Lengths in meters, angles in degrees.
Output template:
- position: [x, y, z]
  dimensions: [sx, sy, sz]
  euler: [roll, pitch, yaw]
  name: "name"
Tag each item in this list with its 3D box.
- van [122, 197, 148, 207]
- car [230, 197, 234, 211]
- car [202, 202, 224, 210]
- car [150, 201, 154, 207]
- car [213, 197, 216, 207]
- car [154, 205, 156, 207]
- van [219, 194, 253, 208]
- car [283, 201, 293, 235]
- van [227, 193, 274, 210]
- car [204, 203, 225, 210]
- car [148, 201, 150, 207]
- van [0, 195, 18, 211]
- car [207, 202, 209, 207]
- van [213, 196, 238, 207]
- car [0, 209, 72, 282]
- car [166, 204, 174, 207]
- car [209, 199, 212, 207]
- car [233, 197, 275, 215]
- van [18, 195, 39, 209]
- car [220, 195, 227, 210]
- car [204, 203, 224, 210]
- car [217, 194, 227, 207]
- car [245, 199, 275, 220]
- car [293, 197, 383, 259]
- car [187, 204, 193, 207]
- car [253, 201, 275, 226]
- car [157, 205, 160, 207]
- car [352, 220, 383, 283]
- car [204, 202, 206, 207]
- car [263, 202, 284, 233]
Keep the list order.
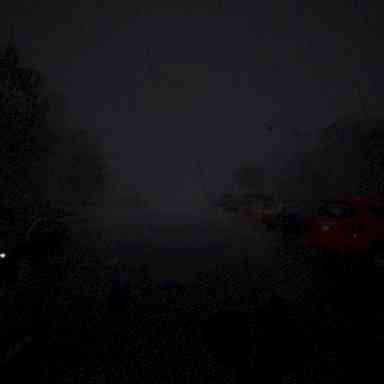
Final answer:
- position: [-11.494, 2.022, 65.553]
  dimensions: [4.442, 1.987, 1.878]
  euler: [1, -4, -21]
  name: "van"
- position: [6.442, 1.458, 31.263]
  dimensions: [4.792, 1.488, 2.163]
  euler: [1, 0, -20]
  name: "car"
- position: [5.843, 3.978, 92.750]
  dimensions: [5.566, 2.045, 2.435]
  euler: [3, -5, -21]
  name: "car"
- position: [-11.656, 2.395, 71.504]
  dimensions: [5.566, 2.045, 2.435]
  euler: [1, -4, -21]
  name: "car"
- position: [6.341, 1.601, 51.768]
  dimensions: [4.892, 1.521, 2.231]
  euler: [2, -2, -20]
  name: "car"
- position: [-11.768, 3.168, 80.440]
  dimensions: [4.553, 1.767, 2.185]
  euler: [1, -4, -21]
  name: "car"
- position: [6.463, 1.303, 48.891]
  dimensions: [4.442, 1.987, 1.878]
  euler: [1, -2, -20]
  name: "van"
- position: [6.451, 1.319, 13.655]
  dimensions: [4.553, 1.767, 2.185]
  euler: [1, 0, -20]
  name: "car"
- position: [6.305, 1.199, 34.139]
  dimensions: [4.442, 1.987, 1.878]
  euler: [1, 0, -20]
  name: "van"
- position: [5.910, 3.751, 86.865]
  dimensions: [4.892, 1.521, 2.231]
  euler: [2, -5, -21]
  name: "car"
- position: [-11.669, 2.314, 68.481]
  dimensions: [4.553, 1.767, 2.185]
  euler: [1, -4, -21]
  name: "car"
- position: [-11.508, 1.218, 16.652]
  dimensions: [4.442, 1.987, 1.878]
  euler: [-1, 0, -20]
  name: "van"
- position: [6.172, 2.502, 69.302]
  dimensions: [4.674, 1.452, 2.002]
  euler: [2, -4, -21]
  name: "car"
- position: [6.346, 1.875, 63.517]
  dimensions: [4.442, 1.987, 1.878]
  euler: [2, -4, -21]
  name: "van"
- position: [-5.093, 1.460, 9.712]
  dimensions: [2.128, 1.511, 4.902]
  euler: [0, 0, 0]
  name: "car"
- position: [-5.459, 3.677, 84.239]
  dimensions: [1.895, 1.301, 4.718]
  euler: [0, -4, -1]
  name: "car"
- position: [6.270, 1.942, 60.537]
  dimensions: [5.008, 1.535, 2.097]
  euler: [2, -3, -21]
  name: "car"
- position: [6.592, 1.429, 28.379]
  dimensions: [5.366, 1.575, 1.946]
  euler: [1, 0, -20]
  name: "car"
- position: [-11.291, 1.211, 19.685]
  dimensions: [4.442, 1.987, 1.878]
  euler: [-1, 0, -20]
  name: "van"
- position: [6.231, 1.419, 37.055]
  dimensions: [5.366, 1.575, 1.946]
  euler: [1, 0, -20]
  name: "car"
- position: [5.860, 3.984, 89.793]
  dimensions: [4.892, 1.521, 2.231]
  euler: [3, -5, -21]
  name: "car"
- position: [6.373, 1.173, 40.046]
  dimensions: [5.566, 2.045, 2.435]
  euler: [1, 0, -20]
  name: "car"
- position: [6.591, 1.432, 22.518]
  dimensions: [5.366, 1.575, 1.946]
  euler: [1, 0, -20]
  name: "car"
- position: [6.445, 1.200, 10.732]
  dimensions: [5.566, 2.045, 2.435]
  euler: [1, 0, -20]
  name: "car"
- position: [-0.606, 4.236, 92.826]
  dimensions: [1.882, 1.535, 5.008]
  euler: [0, -5, -1]
  name: "car"
- position: [6.384, 1.466, 19.513]
  dimensions: [4.792, 1.488, 2.163]
  euler: [1, 0, -20]
  name: "car"
- position: [-11.720, 3.757, 86.462]
  dimensions: [5.366, 1.575, 1.946]
  euler: [1, -5, -21]
  name: "car"
- position: [6.418, 1.499, 7.784]
  dimensions: [4.674, 1.452, 2.002]
  euler: [1, 0, -20]
  name: "car"
- position: [6.059, 3.079, 78.092]
  dimensions: [5.008, 1.535, 2.097]
  euler: [2, -4, -21]
  name: "car"
- position: [6.409, 1.441, 16.587]
  dimensions: [4.892, 1.521, 2.231]
  euler: [1, 0, -20]
  name: "car"
